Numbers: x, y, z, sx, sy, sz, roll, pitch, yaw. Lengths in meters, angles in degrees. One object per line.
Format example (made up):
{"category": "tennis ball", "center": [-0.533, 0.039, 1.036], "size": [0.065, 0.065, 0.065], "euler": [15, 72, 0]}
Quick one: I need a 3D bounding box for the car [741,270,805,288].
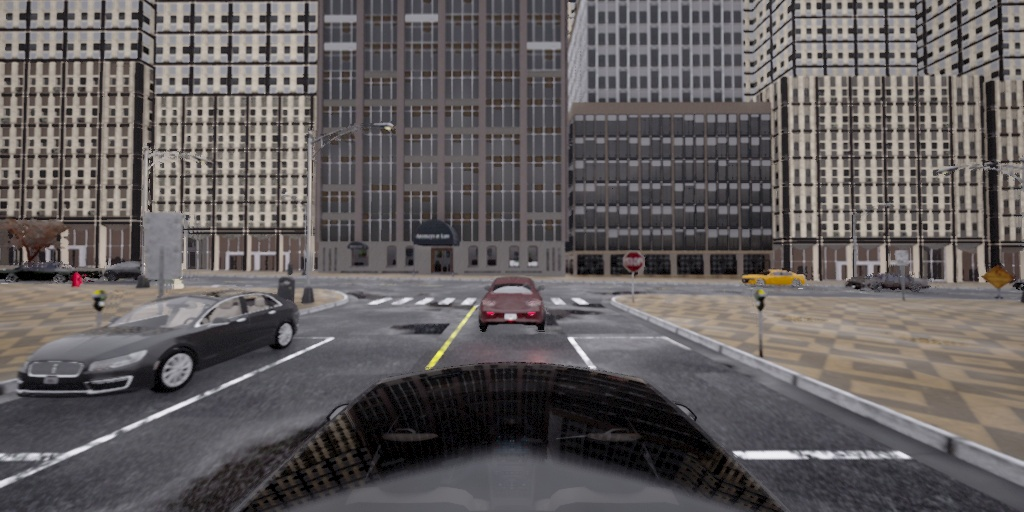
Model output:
{"category": "car", "center": [23.423, 2.021, 32.257], "size": [5.008, 1.535, 1.882], "euler": [1, -1, 0]}

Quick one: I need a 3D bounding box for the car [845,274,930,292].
{"category": "car", "center": [30.261, 2.131, 28.953], "size": [5.357, 1.411, 2.033], "euler": [1, -1, 0]}

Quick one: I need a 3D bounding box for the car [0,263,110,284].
{"category": "car", "center": [-29.088, 1.096, 22.721], "size": [4.718, 1.301, 1.895], "euler": [1, -1, 0]}

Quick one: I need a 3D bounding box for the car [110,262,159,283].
{"category": "car", "center": [-26.654, 1.129, 25.942], "size": [4.674, 1.442, 1.812], "euler": [1, -1, 1]}

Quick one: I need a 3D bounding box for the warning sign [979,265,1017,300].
{"category": "warning sign", "center": [26.518, 1.438, 19.525], "size": [1.060, 1.860, 1.300], "euler": [0, 0, 0]}

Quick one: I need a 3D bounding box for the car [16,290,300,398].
{"category": "car", "center": [-5.837, 1.357, 6.708], "size": [2.007, 1.370, 4.403], "euler": [0, 0, 0]}

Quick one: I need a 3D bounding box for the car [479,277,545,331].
{"category": "car", "center": [0.062, 1.383, 11.316], "size": [1.812, 1.442, 4.674], "euler": [0, -1, 2]}

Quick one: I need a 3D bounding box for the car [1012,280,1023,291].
{"category": "car", "center": [47.929, 2.440, 31.978], "size": [4.892, 1.490, 1.837], "euler": [1, -1, 1]}
